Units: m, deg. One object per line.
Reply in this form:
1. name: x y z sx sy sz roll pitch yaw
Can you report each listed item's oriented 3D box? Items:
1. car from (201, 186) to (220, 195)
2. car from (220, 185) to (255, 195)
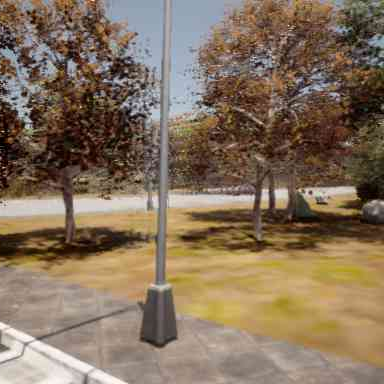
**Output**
1. car: 3.731 -0.257 49.702 4.718 1.301 1.895 -3 3 -28
2. car: 7.214 -0.284 47.592 5.357 1.411 2.033 -3 3 -27
